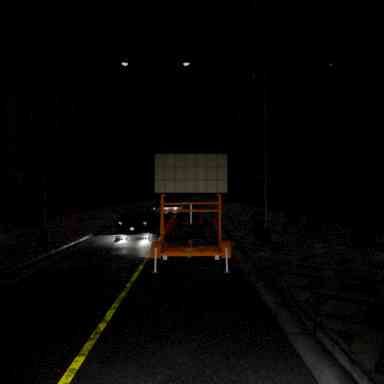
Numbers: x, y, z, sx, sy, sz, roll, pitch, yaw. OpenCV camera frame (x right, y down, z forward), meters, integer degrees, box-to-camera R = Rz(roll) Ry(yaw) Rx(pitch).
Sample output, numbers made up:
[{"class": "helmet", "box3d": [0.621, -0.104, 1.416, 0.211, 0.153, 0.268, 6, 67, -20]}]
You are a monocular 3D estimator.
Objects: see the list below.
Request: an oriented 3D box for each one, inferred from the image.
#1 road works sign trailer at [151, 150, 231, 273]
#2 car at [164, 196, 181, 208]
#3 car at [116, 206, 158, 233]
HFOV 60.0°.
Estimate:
[{"class": "road works sign trailer", "box3d": [-0.029, 0.467, 10.668, 2.380, 3.560, 2.880, 0, 0, 0]}, {"class": "car", "box3d": [-3.152, 1.618, 49.932, 1.994, 1.385, 4.181, 0, 0, 0]}, {"class": "car", "box3d": [-3.159, 1.555, 20.196, 2.033, 1.411, 5.357, 0, 0, 0]}]
